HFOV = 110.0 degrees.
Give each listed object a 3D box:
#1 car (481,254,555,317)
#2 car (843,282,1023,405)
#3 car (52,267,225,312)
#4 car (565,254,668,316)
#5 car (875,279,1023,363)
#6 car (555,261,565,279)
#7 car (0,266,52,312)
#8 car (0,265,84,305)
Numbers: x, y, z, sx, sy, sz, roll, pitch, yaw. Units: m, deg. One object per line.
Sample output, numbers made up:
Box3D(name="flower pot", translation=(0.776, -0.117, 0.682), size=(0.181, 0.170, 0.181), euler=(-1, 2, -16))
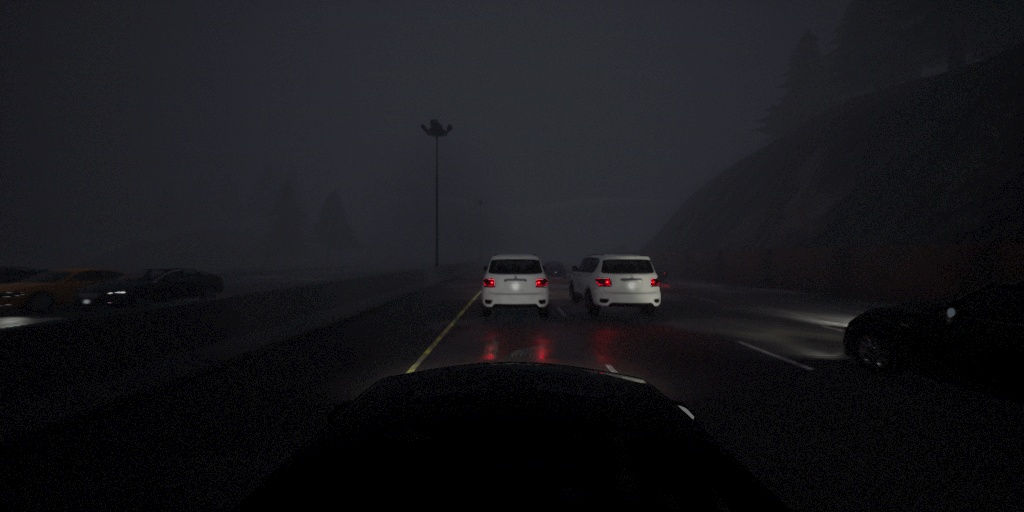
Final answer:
Box3D(name="car", translation=(0.104, 0.953, 13.256), size=(2.150, 2.045, 5.566), euler=(0, 0, 0))
Box3D(name="car", translation=(7.100, 1.098, 4.636), size=(2.097, 1.767, 4.553), euler=(0, 0, 0))
Box3D(name="car", translation=(-13.996, 1.233, 14.248), size=(2.128, 1.511, 4.902), euler=(0, 0, 0))
Box3D(name="car", translation=(3.604, 0.953, 13.489), size=(2.150, 2.045, 5.566), euler=(0, 0, 0))
Box3D(name="car", translation=(10.603, 1.306, 7.394), size=(1.994, 1.385, 4.181), euler=(0, 0, 0))
Box3D(name="car", translation=(3.610, 1.180, 31.956), size=(1.882, 1.535, 5.008), euler=(0, 0, 0))
Box3D(name="car", translation=(-17.496, 1.234, 14.249), size=(1.882, 1.535, 5.008), euler=(0, 0, 0))
Box3D(name="car", translation=(-20.996, 1.168, 14.250), size=(2.128, 1.511, 4.902), euler=(0, 0, 0))
